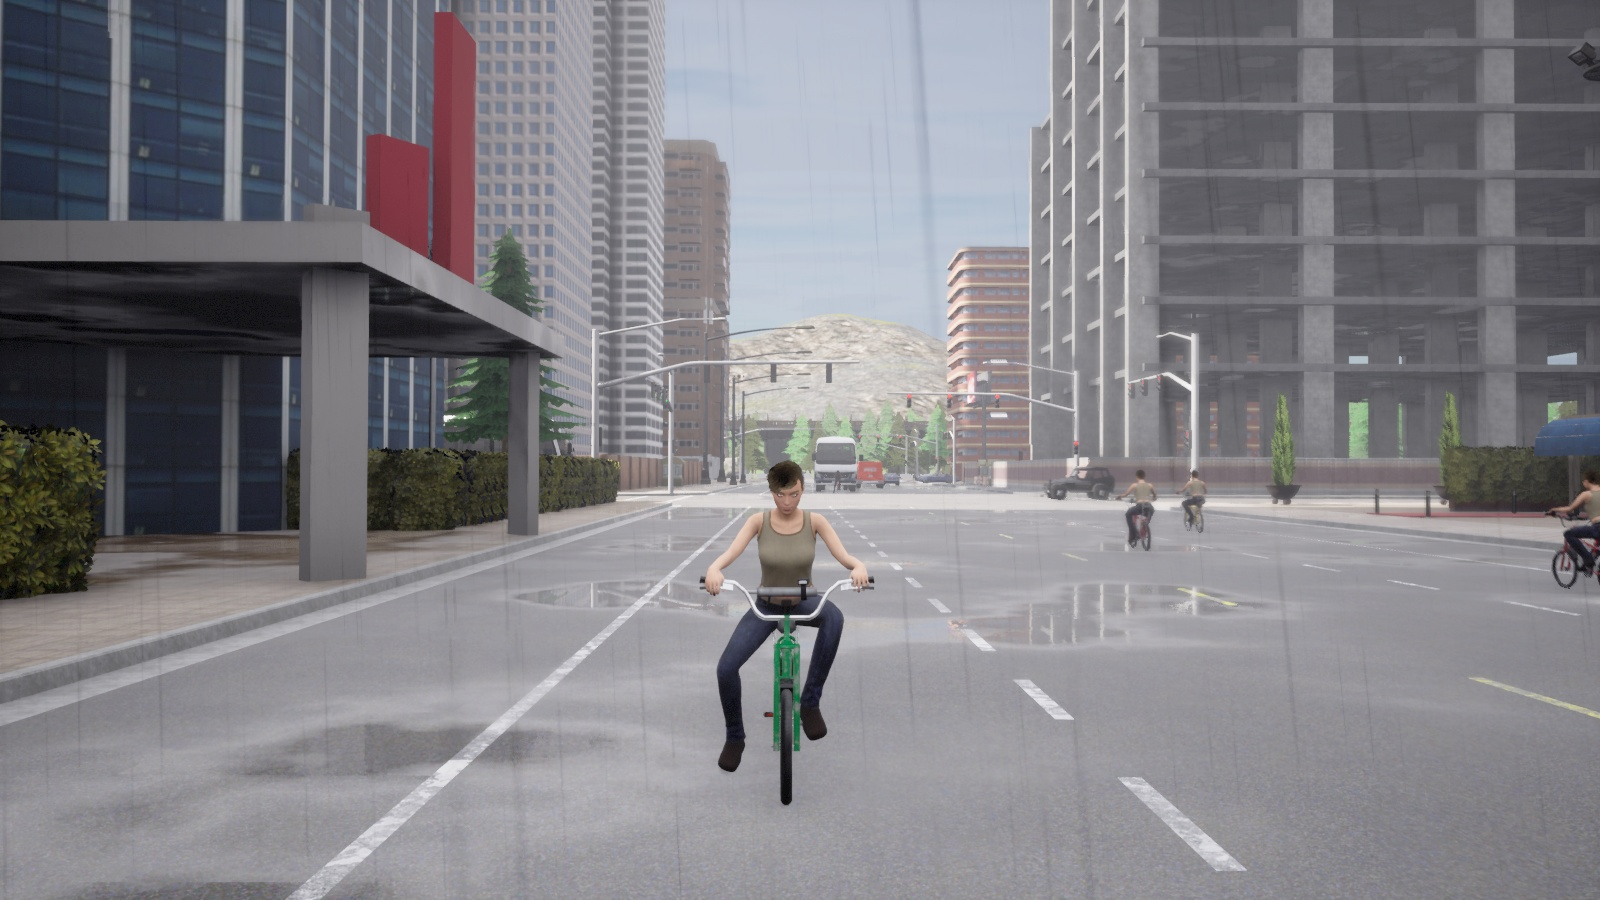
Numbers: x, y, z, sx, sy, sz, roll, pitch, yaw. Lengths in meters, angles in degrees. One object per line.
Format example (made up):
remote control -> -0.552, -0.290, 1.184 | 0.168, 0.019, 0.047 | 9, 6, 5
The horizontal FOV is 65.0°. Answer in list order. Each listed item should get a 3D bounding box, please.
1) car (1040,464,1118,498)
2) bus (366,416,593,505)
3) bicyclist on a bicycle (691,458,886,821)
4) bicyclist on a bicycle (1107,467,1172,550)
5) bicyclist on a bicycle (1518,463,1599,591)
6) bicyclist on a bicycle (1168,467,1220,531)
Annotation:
car -> 15.430, 1.714, 69.547 | 3.866, 1.878, 1.905 | 0, -1, 0
bus -> -15.772, 0.549, 62.540 | 10.273, 4.253, 3.944 | 0, -1, 0
bicyclist on a bicycle -> -0.061, 0.858, 6.372 | 0.866, 1.612, 1.509 | 0, -1, -1
bicyclist on a bicycle -> 6.811, 1.147, 25.259 | 0.866, 1.612, 1.509 | 0, -1, -1
bicyclist on a bicycle -> 10.374, 0.988, 16.604 | 0.866, 1.612, 1.509 | 0, -1, -1
bicyclist on a bicycle -> 10.246, 1.258, 32.732 | 0.866, 1.612, 1.509 | 0, -1, 0
